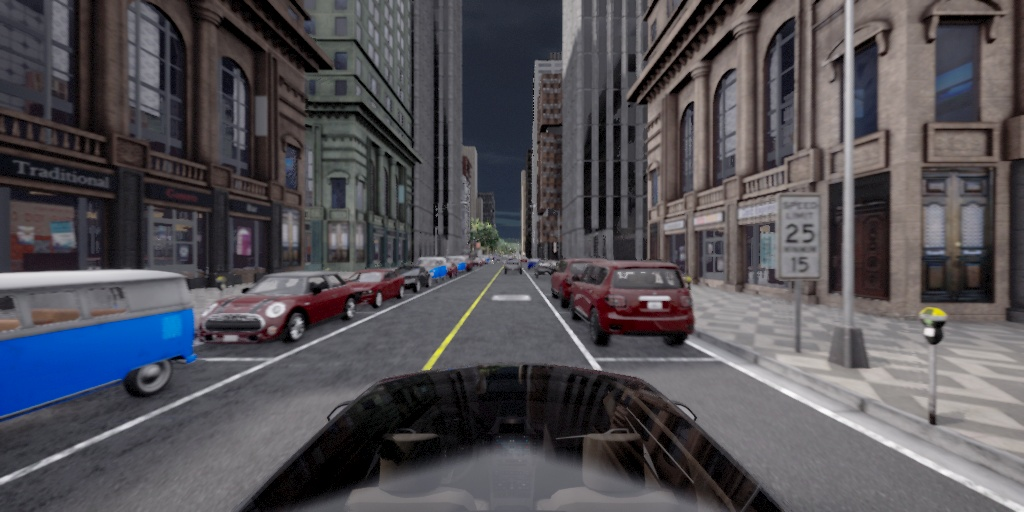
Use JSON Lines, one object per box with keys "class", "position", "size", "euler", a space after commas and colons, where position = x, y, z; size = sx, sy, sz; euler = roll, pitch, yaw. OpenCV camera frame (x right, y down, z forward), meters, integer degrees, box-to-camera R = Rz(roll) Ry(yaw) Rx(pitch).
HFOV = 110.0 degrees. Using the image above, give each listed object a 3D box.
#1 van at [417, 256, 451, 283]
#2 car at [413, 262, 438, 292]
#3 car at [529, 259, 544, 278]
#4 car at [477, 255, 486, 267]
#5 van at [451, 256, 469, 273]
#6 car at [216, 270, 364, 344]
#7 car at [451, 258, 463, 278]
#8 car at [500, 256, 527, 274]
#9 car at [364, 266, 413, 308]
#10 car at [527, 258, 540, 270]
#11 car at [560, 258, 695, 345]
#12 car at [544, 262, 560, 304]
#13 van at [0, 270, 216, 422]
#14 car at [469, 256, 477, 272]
{"class": "van", "position": [-5.747, 0.970, 25.659], "size": [1.690, 1.789, 3.998], "euler": [0, 0, 0]}
{"class": "car", "position": [-5.750, 1.221, 20.218], "size": [1.948, 1.339, 4.313], "euler": [0, 0, 0]}
{"class": "car", "position": [2.782, 1.157, 31.101], "size": [2.007, 1.370, 4.403], "euler": [0, 0, 0]}
{"class": "car", "position": [-5.725, 0.915, 58.306], "size": [1.967, 1.591, 4.097], "euler": [0, 0, 0]}
{"class": "van", "position": [-5.739, 0.918, 36.542], "size": [1.690, 1.789, 3.998], "euler": [0, 0, 0]}
{"class": "car", "position": [-5.758, 1.149, 9.336], "size": [1.967, 1.591, 4.097], "euler": [0, 0, 0]}
{"class": "car", "position": [-5.743, 1.148, 31.100], "size": [1.888, 1.381, 4.507], "euler": [0, 0, 0]}
{"class": "car", "position": [0.123, 1.068, 37.308], "size": [2.128, 1.511, 4.902], "euler": [0, 0, 0]}
{"class": "car", "position": [-5.754, 1.227, 14.776], "size": [1.888, 1.381, 4.507], "euler": [0, 0, 0]}
{"class": "car", "position": [3.031, 1.005, 47.644], "size": [1.882, 1.535, 5.008], "euler": [0, 0, 0]}
{"class": "car", "position": [2.768, 1.027, 9.339], "size": [2.192, 1.841, 5.009], "euler": [0, 0, 0]}
{"class": "car", "position": [2.771, 1.000, 14.779], "size": [2.192, 1.841, 5.009], "euler": [0, 0, 0]}
{"class": "van", "position": [-5.762, 1.078, 3.895], "size": [1.690, 1.789, 3.998], "euler": [0, 0, 0]}
{"class": "car", "position": [-5.736, 0.865, 41.983], "size": [2.192, 1.841, 5.009], "euler": [0, 0, 0]}
